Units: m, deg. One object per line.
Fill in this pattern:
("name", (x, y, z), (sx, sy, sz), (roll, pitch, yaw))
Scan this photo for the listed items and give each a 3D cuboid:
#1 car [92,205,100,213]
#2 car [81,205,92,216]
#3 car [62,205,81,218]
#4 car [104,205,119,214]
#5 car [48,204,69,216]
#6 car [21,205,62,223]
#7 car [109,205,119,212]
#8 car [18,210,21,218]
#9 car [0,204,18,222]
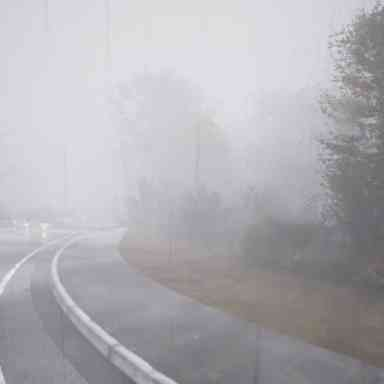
("car", (-19.483, 3.316, 65.905), (1.882, 1.535, 5.008), (0, -2, -9))
("car", (-17.166, 2.883, 51.244), (1.837, 1.490, 4.892), (0, -2, -8))
("car", (-15.661, 2.523, 41.402), (2.033, 1.411, 5.357), (0, -2, -8))
("car", (-15.535, 3.443, 63.418), (1.994, 1.385, 4.181), (0, -2, -9))
("car", (-20.909, 2.770, 52.333), (2.097, 1.767, 4.553), (0, -2, -8))
("car", (-14.226, 2.090, 31.749), (1.837, 1.490, 4.892), (0, -2, -8))
("car", (-17.130, 3.593, 73.159), (1.812, 1.442, 4.674), (0, -2, -9))
("car", (-18.756, 2.440, 38.215), (1.895, 1.301, 4.718), (0, -2, -8))
("car", (-17.387, 1.826, 28.999), (2.097, 1.767, 4.553), (0, -2, -8))
